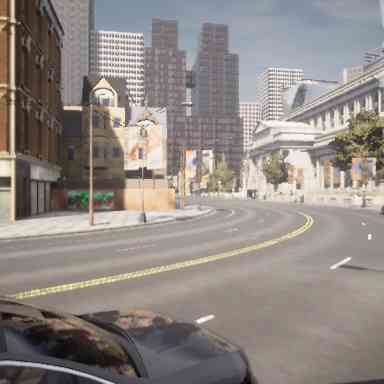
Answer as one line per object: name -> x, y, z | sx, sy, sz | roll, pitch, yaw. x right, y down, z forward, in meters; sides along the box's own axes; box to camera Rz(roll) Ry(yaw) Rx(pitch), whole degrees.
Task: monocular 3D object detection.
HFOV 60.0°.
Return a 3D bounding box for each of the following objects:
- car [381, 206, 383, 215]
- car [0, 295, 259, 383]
car -> 19.098, 1.498, 30.595 | 2.002, 1.452, 4.674 | 0, 0, 11
car -> -1.647, 1.500, 2.104 | 4.892, 1.490, 1.837 | 0, 0, -36
